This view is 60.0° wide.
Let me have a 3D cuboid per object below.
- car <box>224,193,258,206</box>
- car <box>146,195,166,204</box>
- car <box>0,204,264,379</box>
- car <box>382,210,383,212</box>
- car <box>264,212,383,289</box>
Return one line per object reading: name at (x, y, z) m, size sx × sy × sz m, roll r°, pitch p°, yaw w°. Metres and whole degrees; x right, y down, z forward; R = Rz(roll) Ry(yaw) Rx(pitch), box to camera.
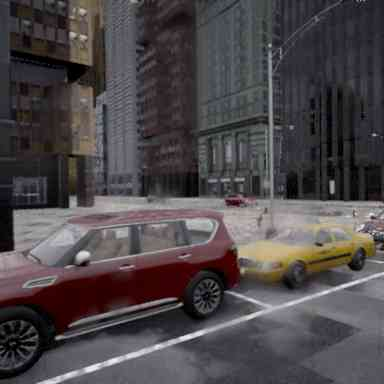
car at (5.986, 1.026, 41.142) m, size 2.097 × 1.767 × 4.553 m, roll -1°, pitch 1°, yaw -35°
car at (-6.363, 1.246, 58.631) m, size 1.837 × 1.490 × 4.892 m, roll -1°, pitch 0°, yaw -35°
car at (-1.388, 1.285, 5.664) m, size 5.009 × 1.841 × 2.192 m, roll -1°, pitch 0°, yaw -36°
car at (7.733, 1.247, 12.172) m, size 4.097 × 1.590 × 1.967 m, roll -1°, pitch 0°, yaw -36°
car at (3.036, 1.416, 8.820) m, size 4.829 × 1.417 × 1.752 m, roll -1°, pitch 0°, yaw -36°
